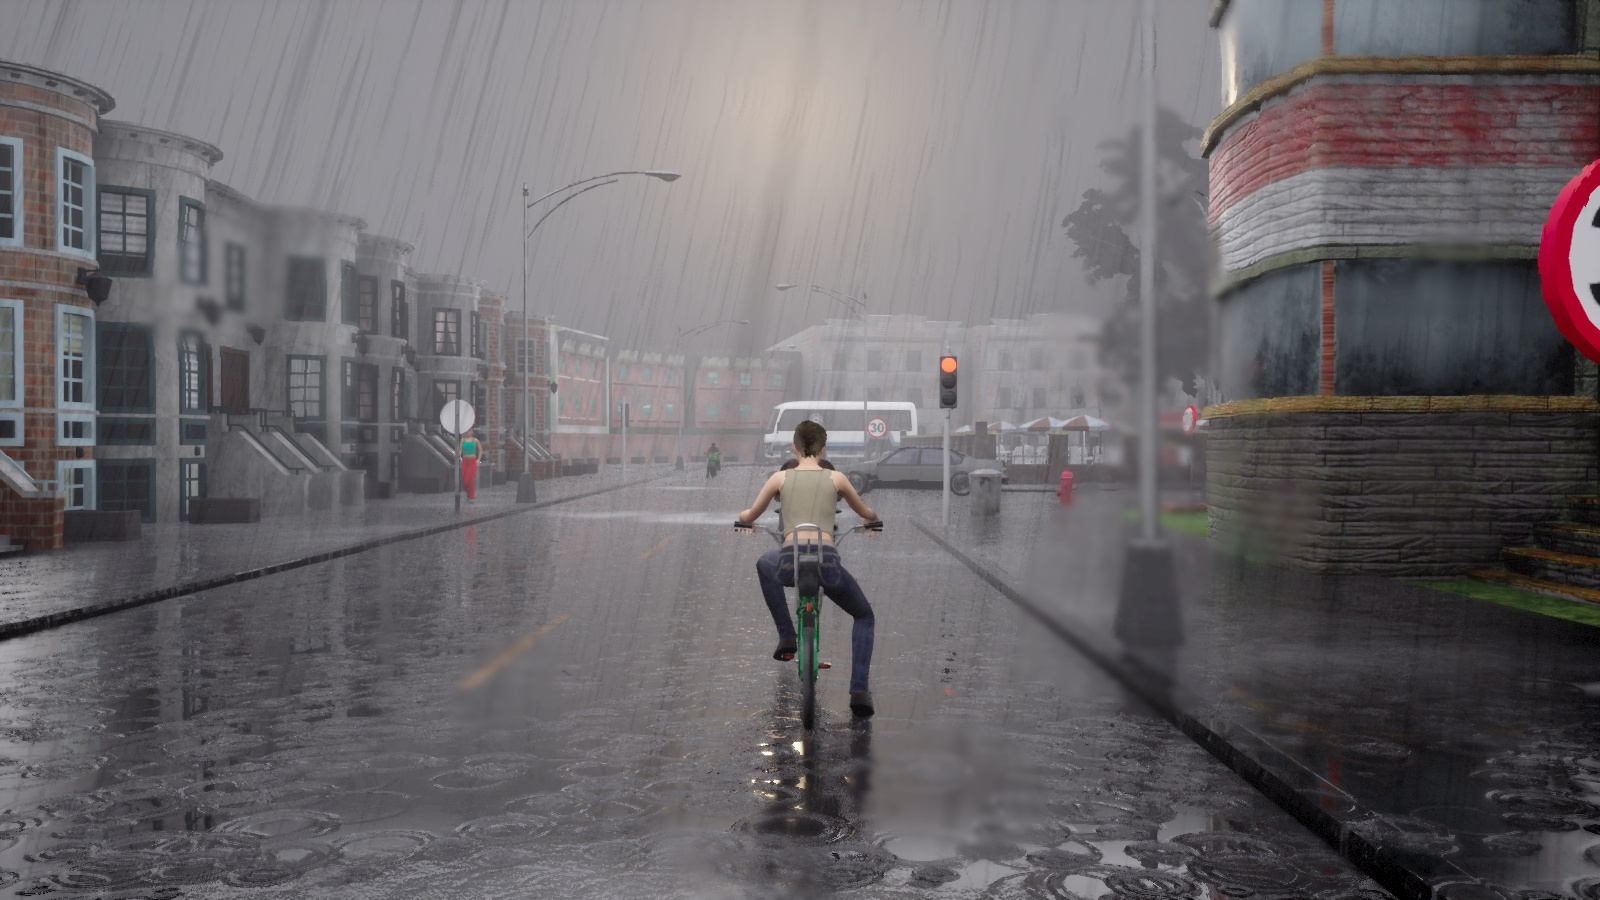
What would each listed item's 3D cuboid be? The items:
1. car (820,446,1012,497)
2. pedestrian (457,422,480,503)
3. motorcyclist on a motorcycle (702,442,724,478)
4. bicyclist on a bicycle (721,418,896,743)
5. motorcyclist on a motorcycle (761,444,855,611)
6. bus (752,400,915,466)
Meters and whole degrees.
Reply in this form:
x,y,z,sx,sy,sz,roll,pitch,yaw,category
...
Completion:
x,y,z,sx,sy,sz,roll,pitch,yaw,category
3.385,0.592,36.286,5.357,1.411,2.033,0,0,10,car
-7.577,0.288,28.720,0.345,1.836,0.594,0,0,5,pedestrian
-3.723,0.420,54.162,0.797,1.523,2.044,0,0,0,motorcyclist on a motorcycle
0.047,0.644,6.991,0.866,1.612,1.509,0,0,0,bicyclist on a bicycle
0.080,0.710,12.643,0.866,1.530,2.191,0,0,0,motorcyclist on a motorcycle
2.162,-1.106,83.553,10.273,4.253,3.944,0,1,-9,bus
